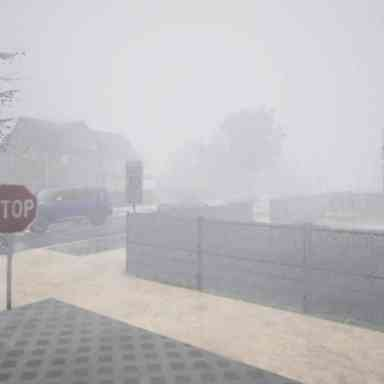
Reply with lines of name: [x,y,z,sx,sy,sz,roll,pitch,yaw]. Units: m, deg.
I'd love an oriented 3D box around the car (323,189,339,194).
car: [22.176,0.151,52.316,1.895,1.301,4.718,2,2,36]

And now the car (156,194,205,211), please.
car: [-0.781,0.876,25.078,1.994,1.385,4.181,2,2,35]

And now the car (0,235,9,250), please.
car: [-7.383,1.310,9.796,1.812,1.442,4.674,-1,2,1]

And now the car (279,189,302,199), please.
car: [13.353,0.268,44.838,1.812,1.442,4.674,2,2,36]

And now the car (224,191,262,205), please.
car: [5.261,0.614,33.567,2.033,1.411,5.357,2,2,36]

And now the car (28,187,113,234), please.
car: [-6.616,0.772,16.862,2.150,2.045,5.566,2,2,36]
